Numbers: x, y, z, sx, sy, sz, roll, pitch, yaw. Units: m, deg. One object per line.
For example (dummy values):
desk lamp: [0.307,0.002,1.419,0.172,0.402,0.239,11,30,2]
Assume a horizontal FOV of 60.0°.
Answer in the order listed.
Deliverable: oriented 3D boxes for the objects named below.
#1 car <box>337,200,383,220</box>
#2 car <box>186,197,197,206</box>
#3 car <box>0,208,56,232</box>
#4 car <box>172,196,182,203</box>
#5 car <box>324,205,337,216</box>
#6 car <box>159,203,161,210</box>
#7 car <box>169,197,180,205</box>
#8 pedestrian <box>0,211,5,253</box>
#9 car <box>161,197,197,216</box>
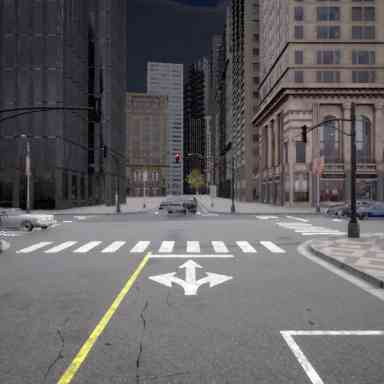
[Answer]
car: [14.998,1.517,26.760,5.357,1.411,2.033,0,0,0]
car: [-0.087,1.621,58.927,1.812,1.442,4.674,0,0,0]
car: [-10.552,1.595,19.482,4.718,1.301,1.895,0,0,7]
car: [-3.244,1.611,71.839,1.882,1.535,5.008,0,0,0]
car: [14.518,1.488,30.056,4.902,1.511,2.128,0,0,-2]
car: [-3.204,1.655,42.883,1.895,1.301,4.718,0,0,0]
car: [-3.260,1.608,61.690,1.837,1.490,4.892,0,0,0]
pedestrian: [-7.176,1.297,12.100,0.375,1.860,0.375,0,0,0]
car: [-0.907,1.523,32.767,2.128,1.511,4.902,0,0,17]
